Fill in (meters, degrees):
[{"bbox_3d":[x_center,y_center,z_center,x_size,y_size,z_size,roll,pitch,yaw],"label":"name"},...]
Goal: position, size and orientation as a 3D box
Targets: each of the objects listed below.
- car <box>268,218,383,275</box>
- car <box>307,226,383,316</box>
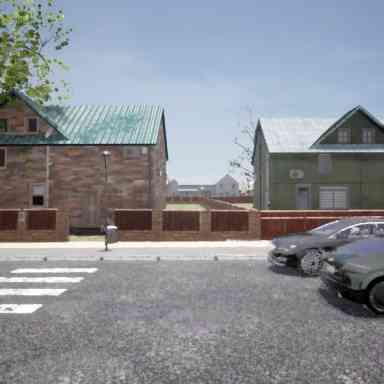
[{"bbox_3d":[4.735,1.532,9.760,4.902,1.511,2.128,-1,-1,1],"label":"car"},{"bbox_3d":[4.855,1.531,6.800,4.181,1.385,1.994,-1,-1,1],"label":"car"}]
